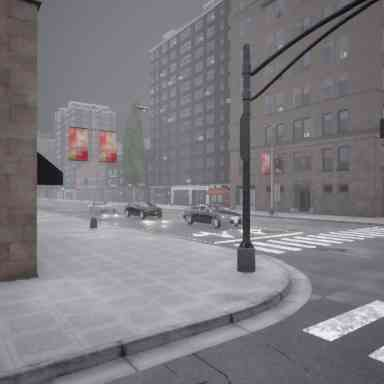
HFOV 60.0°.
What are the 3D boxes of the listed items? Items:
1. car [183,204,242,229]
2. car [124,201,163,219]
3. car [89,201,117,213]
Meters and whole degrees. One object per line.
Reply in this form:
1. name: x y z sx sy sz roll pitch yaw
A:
1. car: 1.284 1.554 22.549 2.128 1.511 4.902 0 0 -36
2. car: -4.538 1.579 30.659 1.882 1.535 5.008 0 0 -35
3. car: -10.440 1.741 38.894 1.895 1.301 4.718 0 0 -36
